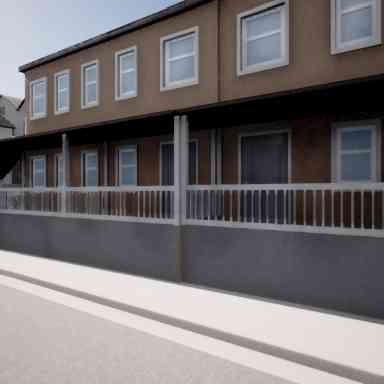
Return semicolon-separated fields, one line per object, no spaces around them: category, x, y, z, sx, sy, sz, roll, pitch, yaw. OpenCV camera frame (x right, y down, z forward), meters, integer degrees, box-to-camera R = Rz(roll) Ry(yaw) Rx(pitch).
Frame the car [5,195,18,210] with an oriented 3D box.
car;-15.555;1.062;28.119;1.994;1.385;4.181;0;14;35
